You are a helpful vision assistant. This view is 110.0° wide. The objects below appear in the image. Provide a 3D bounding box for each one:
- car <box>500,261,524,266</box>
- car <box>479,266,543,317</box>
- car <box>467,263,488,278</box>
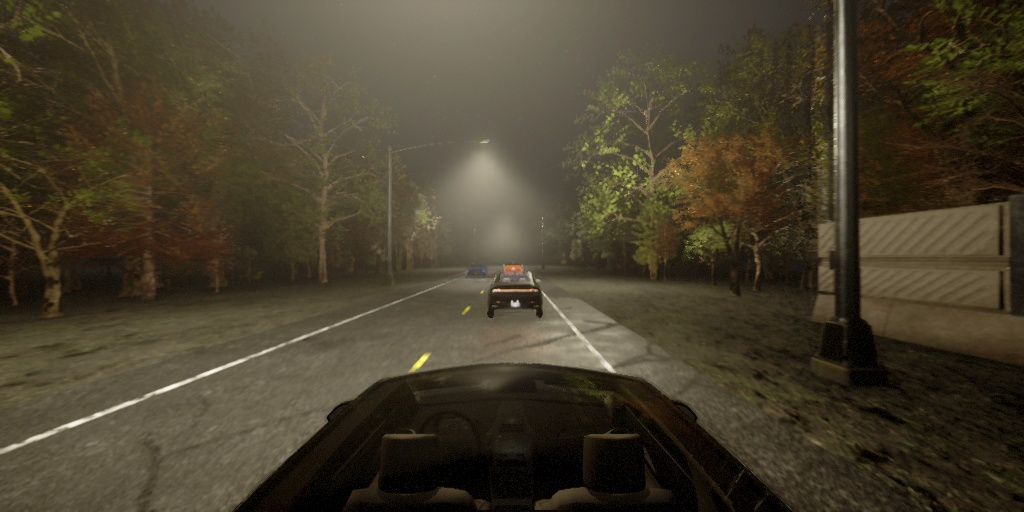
[{"bbox_3d":[0.125,1.304,37.339,2.097,1.767,4.553,0,0,0],"label":"car"},{"bbox_3d":[0.108,1.316,13.661,2.128,1.511,4.902,0,0,0],"label":"car"},{"bbox_3d":[-3.565,1.433,37.725,1.882,1.535,5.008,0,0,0],"label":"car"}]
